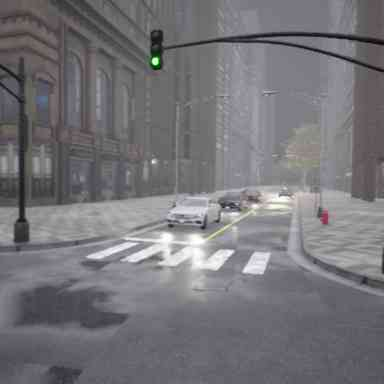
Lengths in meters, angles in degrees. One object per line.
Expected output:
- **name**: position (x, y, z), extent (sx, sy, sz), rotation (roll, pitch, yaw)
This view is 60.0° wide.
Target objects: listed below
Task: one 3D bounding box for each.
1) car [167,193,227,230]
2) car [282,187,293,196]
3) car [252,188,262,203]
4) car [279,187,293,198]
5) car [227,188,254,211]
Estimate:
- **car**: position (0.272, 0.953, 17.014), extent (1.812, 1.442, 4.674), rotation (1, 2, 18)
- **car**: position (17.005, -0.157, 59.183), extent (1.812, 1.442, 4.674), rotation (1, 2, 18)
- **car**: position (6.582, 0.353, 36.869), extent (1.882, 1.535, 5.008), rotation (1, 2, 17)
- **car**: position (13.866, 0.132, 49.325), extent (2.033, 1.411, 5.357), rotation (1, 2, 18)
- **car**: position (3.417, 0.696, 26.934), extent (2.033, 1.411, 5.357), rotation (1, 2, 17)
